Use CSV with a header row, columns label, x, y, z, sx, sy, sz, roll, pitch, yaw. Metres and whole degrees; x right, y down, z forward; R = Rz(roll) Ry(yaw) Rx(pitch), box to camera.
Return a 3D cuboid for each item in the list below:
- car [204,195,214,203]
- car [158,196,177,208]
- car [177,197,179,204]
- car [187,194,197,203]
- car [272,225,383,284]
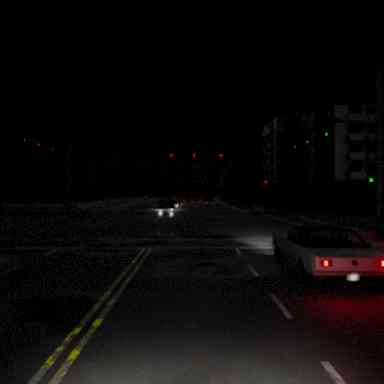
label,x,y,z,sx,sy,sz,roll,pitch,yaw
car,3.484,1.407,68.661,1.812,1.442,4.674,0,0,0
car,-3.584,1.520,47.112,1.812,1.442,4.674,0,0,0
car,-3.533,1.469,62.981,1.882,1.535,5.008,0,0,0
car,-0.016,1.294,68.616,2.097,1.767,4.553,0,0,0
car,3.627,1.600,9.559,1.895,1.301,4.718,0,0,2
